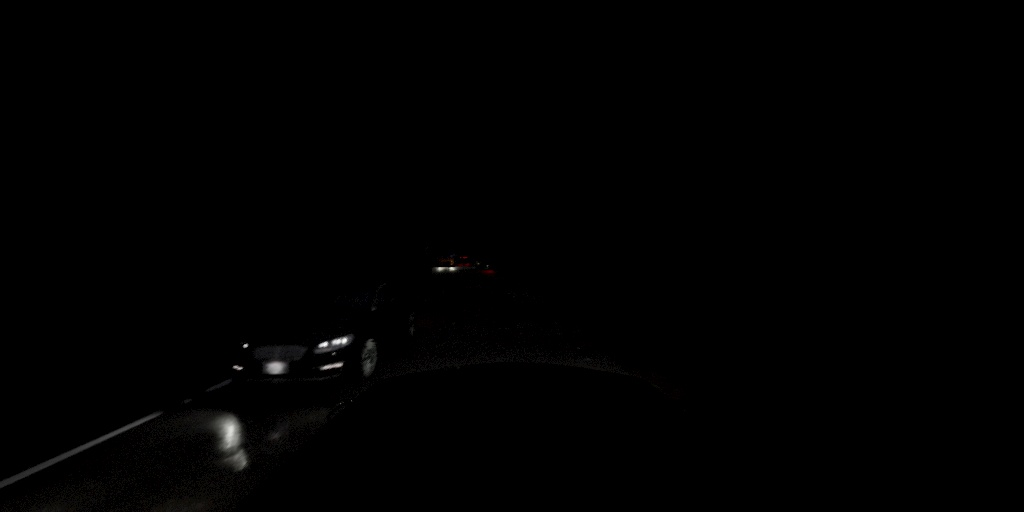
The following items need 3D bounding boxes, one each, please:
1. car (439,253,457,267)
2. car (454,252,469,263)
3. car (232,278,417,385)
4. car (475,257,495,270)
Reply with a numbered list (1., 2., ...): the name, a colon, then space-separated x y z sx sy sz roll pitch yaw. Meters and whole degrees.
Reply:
1. car: -9.046 0.711 49.542 1.882 1.535 5.008 -1 1 -12
2. car: -8.297 0.426 60.579 2.128 1.511 4.902 -1 2 -13
3. car: -3.271 1.242 7.295 2.128 1.511 4.902 0 0 -2
4. car: -3.227 0.805 42.301 1.837 1.490 4.892 -1 1 -12
